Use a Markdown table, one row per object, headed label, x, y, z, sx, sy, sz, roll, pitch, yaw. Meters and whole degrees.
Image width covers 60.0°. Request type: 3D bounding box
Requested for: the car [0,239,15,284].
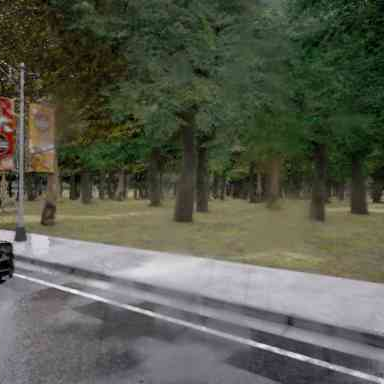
| label | x | y | z | sx | sy | sz | roll | pitch | yaw |
| --- | --- | --- | --- | --- | --- | --- | --- | --- | --- |
| car | -6.325 | 1.444 | 8.196 | 5.008 | 1.535 | 1.882 | 0 | 0 | 36 |
